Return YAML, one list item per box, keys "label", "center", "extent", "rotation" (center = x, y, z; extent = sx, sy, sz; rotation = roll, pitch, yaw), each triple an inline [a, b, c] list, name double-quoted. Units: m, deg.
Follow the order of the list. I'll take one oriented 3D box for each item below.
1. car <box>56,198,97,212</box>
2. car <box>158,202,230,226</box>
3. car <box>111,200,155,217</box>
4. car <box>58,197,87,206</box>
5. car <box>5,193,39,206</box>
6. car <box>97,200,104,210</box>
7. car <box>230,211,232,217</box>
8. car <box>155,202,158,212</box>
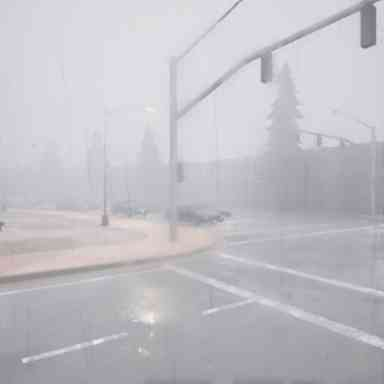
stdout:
- label: "car"
  center: [-14.010, 1.503, 39.216]
  extent: [4.902, 1.511, 2.128]
  rotation: [0, 0, 35]
- label: "car"
  center: [-0.042, 1.565, 23.808]
  extent: [2.033, 1.411, 5.357]
  rotation: [0, 0, -36]
- label: "car"
  center: [-5.931, 1.508, 31.484]
  extent: [2.128, 1.511, 4.902]
  rotation: [0, 0, -39]
- label: "car"
  center: [-19.409, 1.581, 54.004]
  extent: [4.181, 1.385, 1.994]
  rotation: [0, 0, 22]
- label: "car"
  center: [-28.961, 1.230, 56.705]
  extent: [5.566, 2.045, 2.150]
  rotation: [0, 0, 10]
- label: "car"
  center: [-13.193, 1.520, 42.879]
  extent: [4.892, 1.490, 1.837]
  rotation: [0, 0, 33]
- label: "car"
  center: [1.016, 1.570, 28.281]
  extent: [2.033, 1.411, 5.357]
  rotation: [0, 0, -36]
- label: "car"
  center: [-4.771, 1.585, 35.488]
  extent: [1.994, 1.385, 4.181]
  rotation: [0, 0, -42]
